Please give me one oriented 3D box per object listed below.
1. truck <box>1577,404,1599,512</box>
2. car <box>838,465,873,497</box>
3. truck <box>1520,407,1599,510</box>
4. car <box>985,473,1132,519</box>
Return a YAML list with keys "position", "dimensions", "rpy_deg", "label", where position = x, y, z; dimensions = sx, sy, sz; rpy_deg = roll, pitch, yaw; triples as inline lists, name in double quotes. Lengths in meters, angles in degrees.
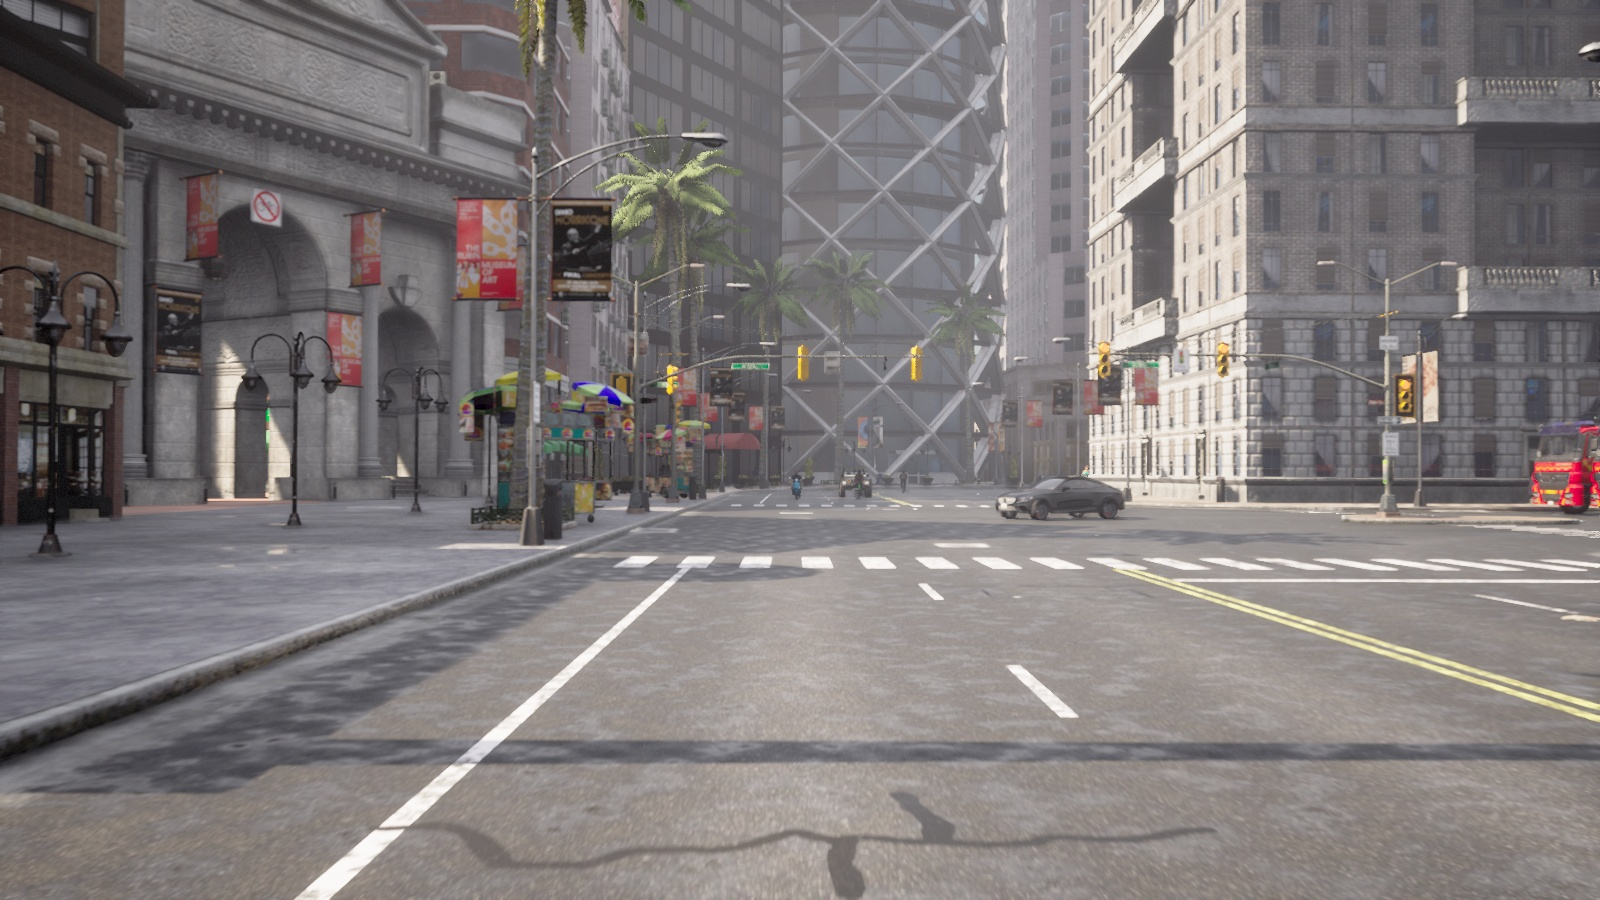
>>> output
- position: [32.726, 0.265, 44.550]
  dimensions: [8.468, 3.827, 2.891]
  rpy_deg: [0, -1, -1]
  label: "truck"
- position: [3.317, 1.867, 75.843]
  dimensions: [1.905, 1.878, 3.866]
  rpy_deg: [0, -1, 0]
  label: "car"
- position: [32.637, 0.324, 48.048]
  dimensions: [8.468, 3.827, 2.891]
  rpy_deg: [0, -1, -1]
  label: "truck"
- position: [8.594, 1.503, 41.654]
  dimensions: [4.674, 1.442, 1.812]
  rpy_deg: [0, -1, -28]
  label: "car"
